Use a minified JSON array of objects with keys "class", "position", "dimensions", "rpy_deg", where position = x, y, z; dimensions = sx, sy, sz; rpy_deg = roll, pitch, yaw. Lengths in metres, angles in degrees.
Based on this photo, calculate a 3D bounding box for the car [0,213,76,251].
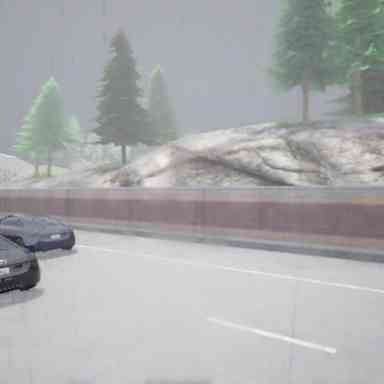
[{"class":"car","position":[-6.338,1.503,12.624],"dimensions":[4.181,1.385,1.994],"rpy_deg":[0,0,35]}]

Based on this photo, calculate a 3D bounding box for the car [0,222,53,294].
[{"class":"car","position":[-5.384,1.529,7.680],"dimensions":[4.181,1.385,1.994],"rpy_deg":[0,0,35]}]
